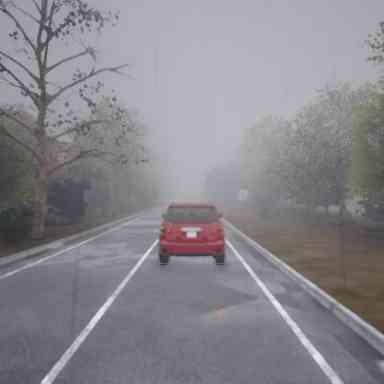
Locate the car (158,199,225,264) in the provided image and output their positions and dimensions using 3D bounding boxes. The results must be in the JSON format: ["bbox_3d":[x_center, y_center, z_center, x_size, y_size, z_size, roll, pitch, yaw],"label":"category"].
[{"bbox_3d":[0.007,1.380,12.589,2.150,2.045,5.566,0,0,0],"label":"car"}]

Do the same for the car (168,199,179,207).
[{"bbox_3d":[-3.533,2.136,64.564,1.812,1.442,4.674,0,0,1],"label":"car"}]

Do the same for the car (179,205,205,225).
[{"bbox_3d":[0.015,1.912,28.443,1.994,1.385,4.181,0,-1,0],"label":"car"}]
